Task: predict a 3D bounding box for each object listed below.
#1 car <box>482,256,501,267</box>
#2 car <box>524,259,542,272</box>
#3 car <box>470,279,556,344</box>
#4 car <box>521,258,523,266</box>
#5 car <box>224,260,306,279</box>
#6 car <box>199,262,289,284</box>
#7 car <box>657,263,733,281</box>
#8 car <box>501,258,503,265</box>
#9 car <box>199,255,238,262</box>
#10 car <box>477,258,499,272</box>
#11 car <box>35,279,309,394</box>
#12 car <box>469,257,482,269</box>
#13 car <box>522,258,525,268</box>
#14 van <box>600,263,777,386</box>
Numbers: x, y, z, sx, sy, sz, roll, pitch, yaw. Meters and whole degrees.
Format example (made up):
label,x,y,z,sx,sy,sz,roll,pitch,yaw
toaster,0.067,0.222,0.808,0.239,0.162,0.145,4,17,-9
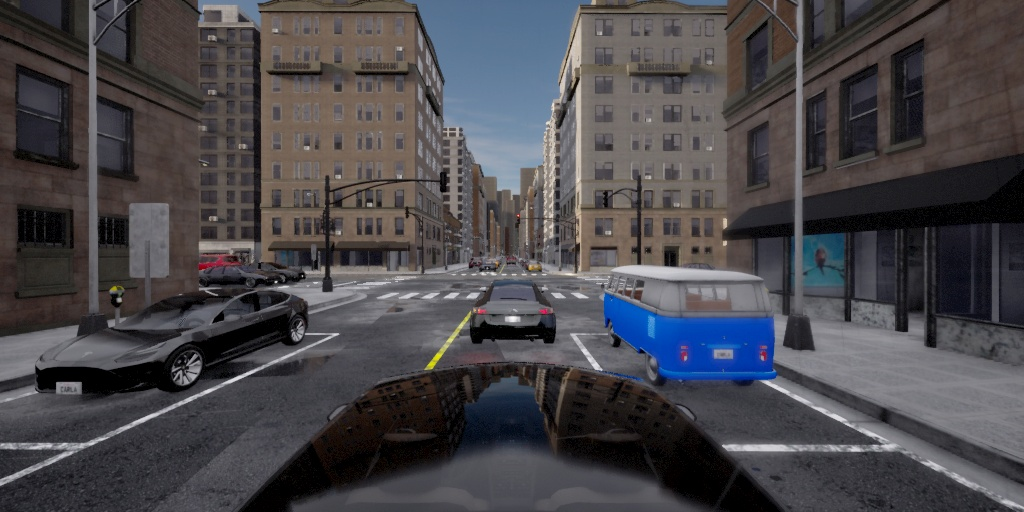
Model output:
label,x,y,z,sx,sy,sz,roll,pitch,yaw
car,-3.095,1.214,54.737,1.882,1.535,5.008,0,0,0
car,2.920,1.267,46.072,1.751,1.417,4.829,0,0,0
car,0.044,1.314,9.636,1.994,1.385,4.181,0,0,1
car,2.838,1.286,56.954,2.007,1.370,4.403,0,0,0
car,-17.864,1.230,26.396,4.892,1.490,1.837,0,0,0
car,-17.894,1.281,23.144,5.357,1.411,2.033,0,0,0
car,15.228,1.289,30.027,5.357,1.411,2.033,0,0,0
car,-3.135,1.330,65.001,1.895,1.301,4.718,0,0,0
car,-25.652,0.916,29.802,5.566,2.045,2.150,0,0,0
car,-3.036,1.305,45.866,1.994,1.385,4.181,0,0,-1
car,-5.642,1.315,6.756,1.948,1.339,4.313,0,0,0
car,-5.687,1.050,56.891,2.192,1.841,5.009,0,0,0
car,2.880,1.178,51.428,1.967,1.591,4.097,0,0,0
van,2.883,1.090,6.712,1.690,1.789,3.998,0,0,0
